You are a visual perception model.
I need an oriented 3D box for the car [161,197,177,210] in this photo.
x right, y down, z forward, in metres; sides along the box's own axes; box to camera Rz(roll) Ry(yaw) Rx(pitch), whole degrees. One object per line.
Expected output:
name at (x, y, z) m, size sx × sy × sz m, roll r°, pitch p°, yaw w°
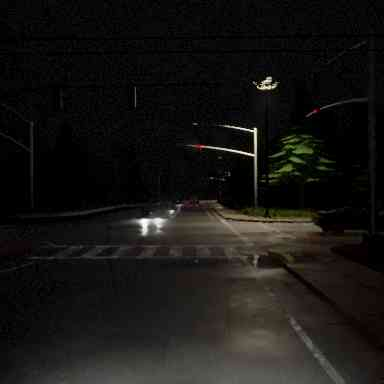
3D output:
car at (-3.551, 1.507, 45.803) m, size 2.097 × 1.767 × 4.553 m, roll 0°, pitch 0°, yaw 0°

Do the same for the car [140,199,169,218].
car at (-3.582, 1.677, 31.034) m, size 1.994 × 1.385 × 4.181 m, roll 0°, pitch 0°, yaw 0°

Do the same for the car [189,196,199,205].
car at (0.383, 1.717, 65.370) m, size 1.812 × 1.442 × 4.674 m, roll 0°, pitch 0°, yaw 2°

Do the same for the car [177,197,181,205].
car at (-3.193, 1.717, 65.745) m, size 1.837 × 1.490 × 4.892 m, roll 0°, pitch -1°, yaw 2°

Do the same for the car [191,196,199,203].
car at (0.713, 1.661, 75.678) m, size 1.837 × 1.490 × 4.892 m, roll 0°, pitch 0°, yaw 2°

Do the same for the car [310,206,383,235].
car at (9.118, 1.529, 18.371) m, size 4.902 × 1.511 × 2.128 m, roll 0°, pitch 0°, yaw 1°
